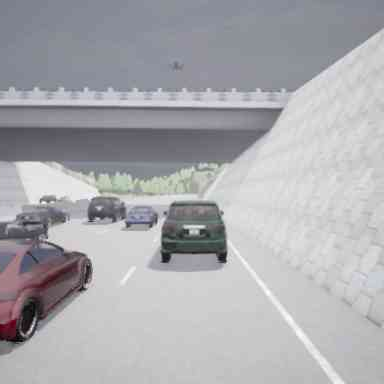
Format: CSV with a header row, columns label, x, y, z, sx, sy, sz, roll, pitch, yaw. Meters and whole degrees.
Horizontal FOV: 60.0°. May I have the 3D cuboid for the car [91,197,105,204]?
label,x,y,z,sx,sy,sz,roll,pitch,yaw
car,-21.233,1.960,75.582,1.837,1.490,4.892,0,0,0

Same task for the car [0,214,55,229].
label,x,y,z,sx,sy,sz,roll,pitch,yaw
car,-6.934,1.687,11.939,1.895,1.301,4.718,0,0,0

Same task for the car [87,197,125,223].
label,x,y,z,sx,sy,sz,roll,pitch,yaw
car,-6.976,1.405,27.688,2.150,2.045,5.566,0,0,0

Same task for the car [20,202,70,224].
label,x,y,z,sx,sy,sz,roll,pitch,yaw
car,-10.475,1.712,23.645,2.033,1.411,5.357,0,0,0

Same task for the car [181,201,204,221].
label,x,y,z,sx,sy,sz,roll,pitch,yaw
car,0.017,1.665,30.308,1.882,1.535,5.008,0,0,0

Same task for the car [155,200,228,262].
label,x,y,z,sx,sy,sz,roll,pitch,yaw
car,0.064,1.300,12.569,2.150,2.045,5.566,0,0,0

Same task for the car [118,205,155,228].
label,x,y,z,sx,sy,sz,roll,pitch,yaw
car,-3.475,1.700,23.666,2.033,1.411,5.357,0,0,0

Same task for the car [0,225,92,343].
label,x,y,z,sx,sy,sz,roll,pitch,yaw
car,-3.439,1.611,6.534,1.994,1.385,4.181,0,0,0

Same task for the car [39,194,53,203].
label,x,y,z,sx,sy,sz,roll,pitch,yaw
car,-31.725,1.546,73.429,2.150,2.045,5.566,0,0,0

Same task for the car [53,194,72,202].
label,x,y,z,sx,sy,sz,roll,pitch,yaw
car,-28.225,1.671,73.502,2.097,1.767,4.553,0,0,0
